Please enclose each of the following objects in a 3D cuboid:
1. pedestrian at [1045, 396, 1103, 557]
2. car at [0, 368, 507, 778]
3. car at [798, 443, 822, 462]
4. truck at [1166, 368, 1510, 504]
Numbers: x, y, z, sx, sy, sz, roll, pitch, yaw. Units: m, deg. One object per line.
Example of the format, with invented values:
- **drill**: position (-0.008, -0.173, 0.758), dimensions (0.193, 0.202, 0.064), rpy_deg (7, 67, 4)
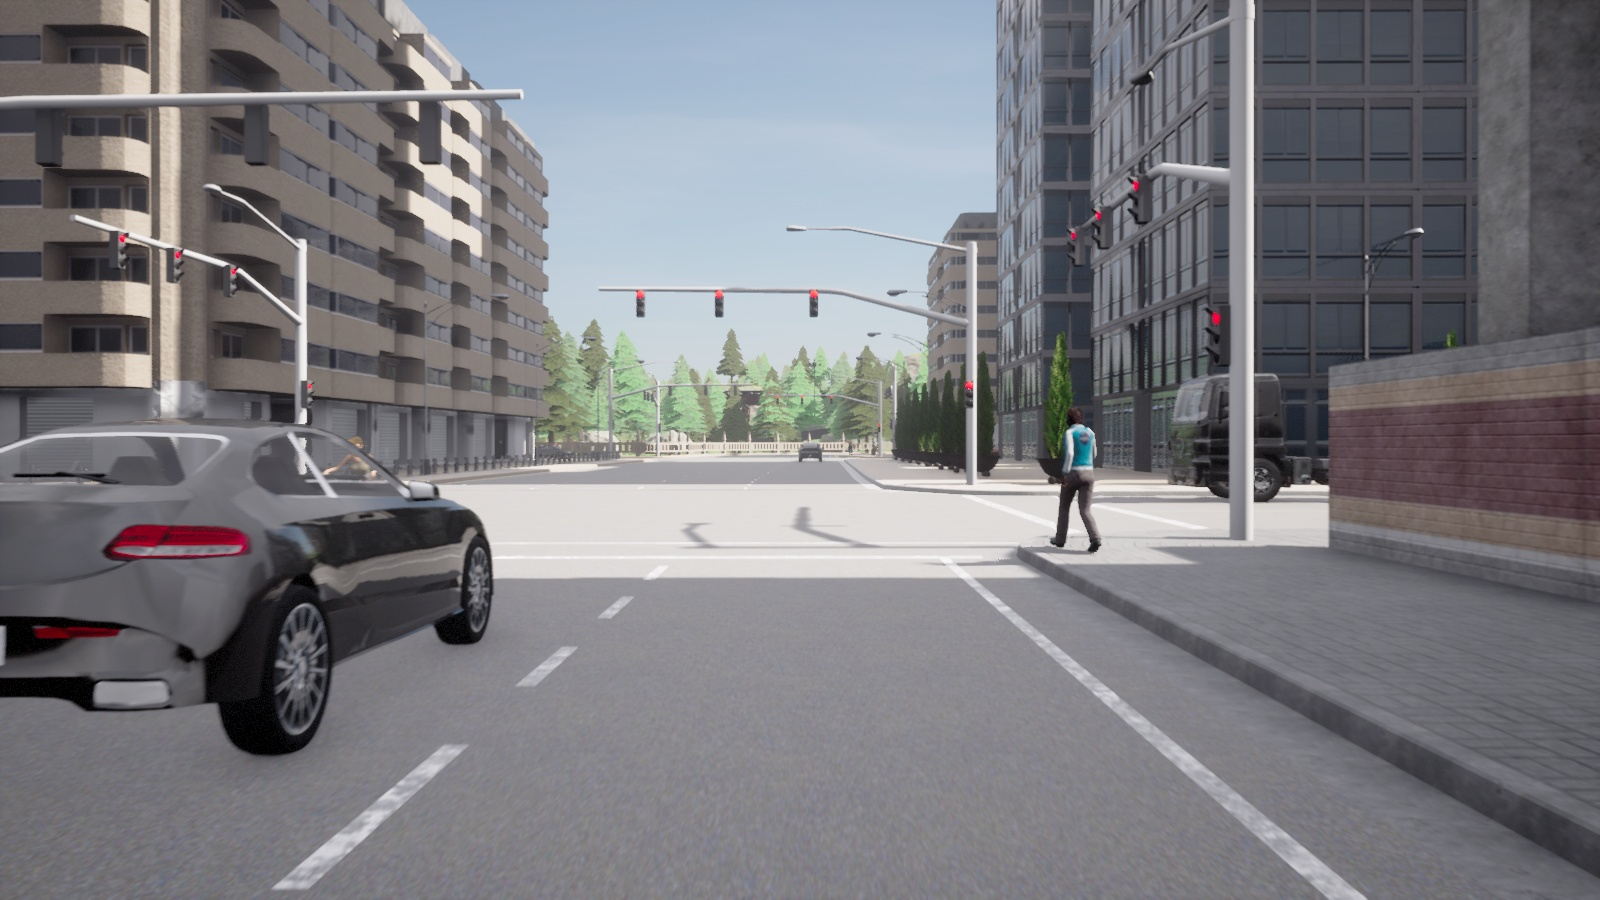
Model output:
- **pedestrian**: position (3.377, 0.316, 15.505), dimensions (0.396, 1.930, 0.692), rpy_deg (0, 0, -19)
- **car**: position (-3.442, 0.480, 7.562), dimensions (2.152, 1.651, 5.027), rpy_deg (0, 0, 0)
- **car**: position (0.836, 0.194, 99.111), dimensions (1.837, 1.490, 4.892), rpy_deg (0, 0, 1)
- **truck**: position (14.136, -0.357, 33.471), dimensions (7.936, 3.462, 2.891), rpy_deg (0, 0, 1)
